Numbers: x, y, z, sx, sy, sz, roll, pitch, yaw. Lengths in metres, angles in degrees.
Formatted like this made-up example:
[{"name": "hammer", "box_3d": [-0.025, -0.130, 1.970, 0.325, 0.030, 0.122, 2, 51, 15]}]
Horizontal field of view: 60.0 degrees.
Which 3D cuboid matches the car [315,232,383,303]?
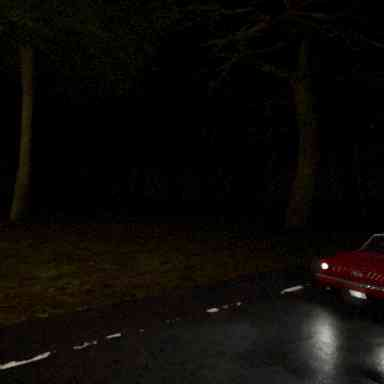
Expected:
[{"name": "car", "box_3d": [4.892, 1.606, 7.529, 4.718, 1.301, 1.895, 0, 0, -36]}]
